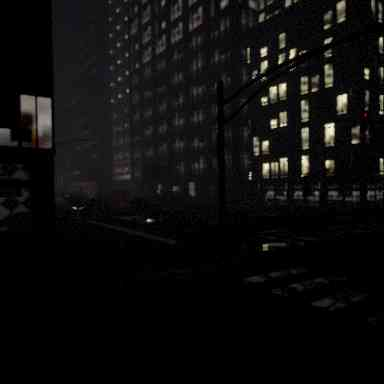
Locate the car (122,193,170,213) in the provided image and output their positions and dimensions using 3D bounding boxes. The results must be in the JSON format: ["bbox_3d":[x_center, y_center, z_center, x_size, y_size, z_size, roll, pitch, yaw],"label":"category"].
[{"bbox_3d":[-4.346,1.169,30.818,1.882,1.535,5.008,-2,2,-35],"label":"car"}]

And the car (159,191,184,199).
[{"bbox_3d":[-2.846,0.817,38.826,2.192,1.841,5.009,-1,1,-35],"label":"car"}]

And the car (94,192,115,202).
[{"bbox_3d":[-15.186,0.768,57.413,1.882,1.535,5.008,-2,1,-35],"label":"car"}]

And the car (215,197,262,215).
[{"bbox_3d":[3.930,1.134,28.987,1.752,1.417,4.829,-1,1,-35],"label":"car"}]

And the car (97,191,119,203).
[{"bbox_3d":[-13.025,0.987,48.873,2.033,1.411,5.357,-2,1,-34],"label":"car"}]

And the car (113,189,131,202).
[{"bbox_3d":[-11.247,0.583,51.660,2.150,2.045,5.566,-2,1,-35],"label":"car"}]

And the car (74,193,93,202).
[{"bbox_3d":[-18.562,0.954,56.779,1.895,1.301,4.718,-2,1,-35],"label":"car"}]

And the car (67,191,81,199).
[{"bbox_3d":[-25.337,0.583,71.286,1.967,1.590,4.097,-1,1,-35],"label":"car"}]

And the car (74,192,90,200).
[{"bbox_3d":[-22.123,0.740,66.650,1.887,1.381,4.507,-1,1,-35],"label":"car"}]

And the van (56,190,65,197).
[{"bbox_3d":[-31.763,0.380,80.557,1.690,1.788,3.998,-1,1,-35],"label":"van"}]

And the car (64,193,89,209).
[{"bbox_3d":[-12.921,1.203,38.662,2.008,1.369,4.403,-1,1,-35],"label":"car"}]

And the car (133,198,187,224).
[{"bbox_3d":[-2.050,1.371,23.023,2.008,1.369,4.403,-1,1,-35],"label":"car"}]

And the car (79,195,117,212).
[{"bbox_3d":[-9.707,1.268,34.025,1.947,1.339,4.313,-1,1,-35],"label":"car"}]

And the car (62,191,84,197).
[{"bbox_3d":[-17.389,0.976,49.794,2.128,1.511,4.902,-2,1,-34],"label":"car"}]
